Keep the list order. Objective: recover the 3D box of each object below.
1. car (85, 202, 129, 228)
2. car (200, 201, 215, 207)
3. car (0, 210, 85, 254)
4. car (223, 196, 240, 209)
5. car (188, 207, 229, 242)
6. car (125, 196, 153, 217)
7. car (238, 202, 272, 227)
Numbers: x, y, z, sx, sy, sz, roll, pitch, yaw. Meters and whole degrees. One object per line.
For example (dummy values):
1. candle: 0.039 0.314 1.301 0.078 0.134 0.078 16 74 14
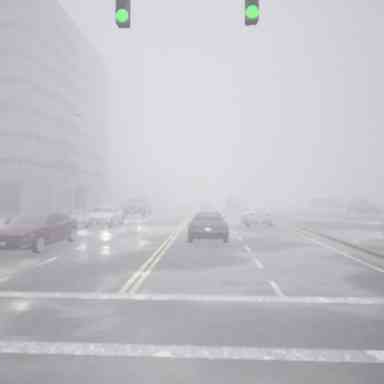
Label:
1. car: -6.067 1.679 23.469 1.812 1.442 4.674 0 0 3
2. car: 2.114 1.922 45.375 1.895 1.301 4.718 0 0 3
3. car: -6.533 1.566 14.201 1.882 1.535 5.008 0 0 3
4. car: 5.791 1.571 48.220 2.150 2.045 5.566 0 0 3
5. car: 0.826 1.686 17.127 1.994 1.385 4.181 0 0 3
6. car: -5.481 1.450 34.108 2.150 2.045 5.566 0 0 4
7. car: 4.683 1.706 24.462 1.812 1.442 4.674 0 0 3
